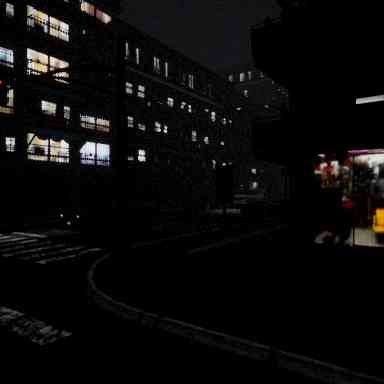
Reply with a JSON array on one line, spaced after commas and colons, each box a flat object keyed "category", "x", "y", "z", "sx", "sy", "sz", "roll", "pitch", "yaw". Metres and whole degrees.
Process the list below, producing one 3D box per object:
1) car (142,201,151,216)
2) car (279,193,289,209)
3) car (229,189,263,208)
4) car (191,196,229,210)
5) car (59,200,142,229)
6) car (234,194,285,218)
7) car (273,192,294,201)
[{"category": "car", "x": -4.966, "y": 1.264, "z": 25.524, "sx": 1.947, "sy": 1.339, "sz": 4.313, "roll": 1, "pitch": 1, "yaw": 35}, {"category": "car", "x": 8.492, "y": 1.065, "z": 29.841, "sx": 1.802, "sy": 1.307, "sz": 4.206, "roll": 1, "pitch": 1, "yaw": 35}, {"category": "car", "x": 6.004, "y": 0.664, "z": 36.375, "sx": 2.150, "sy": 2.045, "sz": 5.566, "roll": 0, "pitch": 1, "yaw": 35}, {"category": "car", "x": 1.664, "y": 1.081, "z": 34.707, "sx": 1.947, "sy": 1.339, "sz": 4.313, "roll": 1, "pitch": 1, "yaw": 35}, {"category": "car", "x": -5.506, "y": 1.365, "z": 20.038, "sx": 1.895, "sy": 1.301, "sz": 4.718, "roll": 0, "pitch": 1, "yaw": 35}, {"category": "car", "x": 5.289, "y": 1.118, "z": 25.173, "sx": 1.887, "sy": 1.381, "sz": 4.507, "roll": 1, "pitch": 1, "yaw": 35}, {"category": "car", "x": 14.710, "y": 0.719, "z": 53.210, "sx": 1.947, "sy": 1.339, "sz": 4.313, "roll": 1, "pitch": 1, "yaw": 35}]
